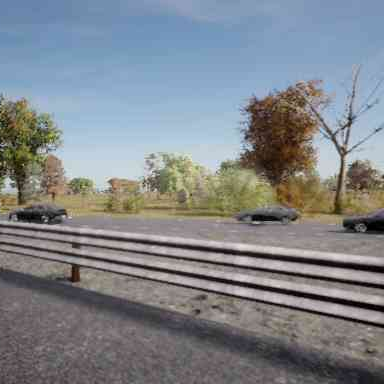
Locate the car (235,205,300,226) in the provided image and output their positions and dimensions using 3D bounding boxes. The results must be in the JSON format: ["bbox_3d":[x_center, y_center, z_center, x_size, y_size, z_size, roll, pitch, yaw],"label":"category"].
[{"bbox_3d":[5.879,1.736,26.016,4.902,1.511,2.128,0,0,15],"label":"car"}]

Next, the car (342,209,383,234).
[{"bbox_3d":[12.099,1.798,20.766,5.008,1.535,1.882,0,0,15],"label":"car"}]

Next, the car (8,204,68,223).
[{"bbox_3d":[-12.625,1.721,27.257,4.892,1.490,1.837,0,0,15],"label":"car"}]
